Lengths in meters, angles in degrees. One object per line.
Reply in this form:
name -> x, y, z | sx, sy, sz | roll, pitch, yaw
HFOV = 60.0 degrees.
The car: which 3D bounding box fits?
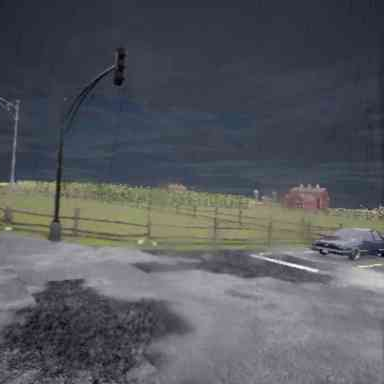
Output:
car -> 8.343, 2.539, 16.813 | 5.357, 1.411, 2.033 | 5, -2, -34
